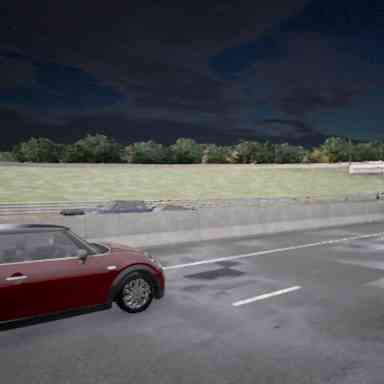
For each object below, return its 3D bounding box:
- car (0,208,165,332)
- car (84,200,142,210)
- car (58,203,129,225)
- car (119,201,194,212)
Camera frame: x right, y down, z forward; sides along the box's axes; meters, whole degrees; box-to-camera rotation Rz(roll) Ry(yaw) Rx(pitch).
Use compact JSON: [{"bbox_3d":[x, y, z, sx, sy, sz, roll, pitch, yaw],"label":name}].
[{"bbox_3d":[-2.744,1.351,6.089,4.553,1.767,2.097,0,0,-35],"label":"car"},{"bbox_3d":[-4.924,1.327,21.973,4.553,1.767,2.097,0,0,-35],"label":"car"},{"bbox_3d":[-7.226,1.577,24.633,4.718,1.301,1.895,0,0,-35],"label":"car"},{"bbox_3d":[-1.696,1.493,19.977,4.674,1.442,1.812,0,0,-35],"label":"car"}]
